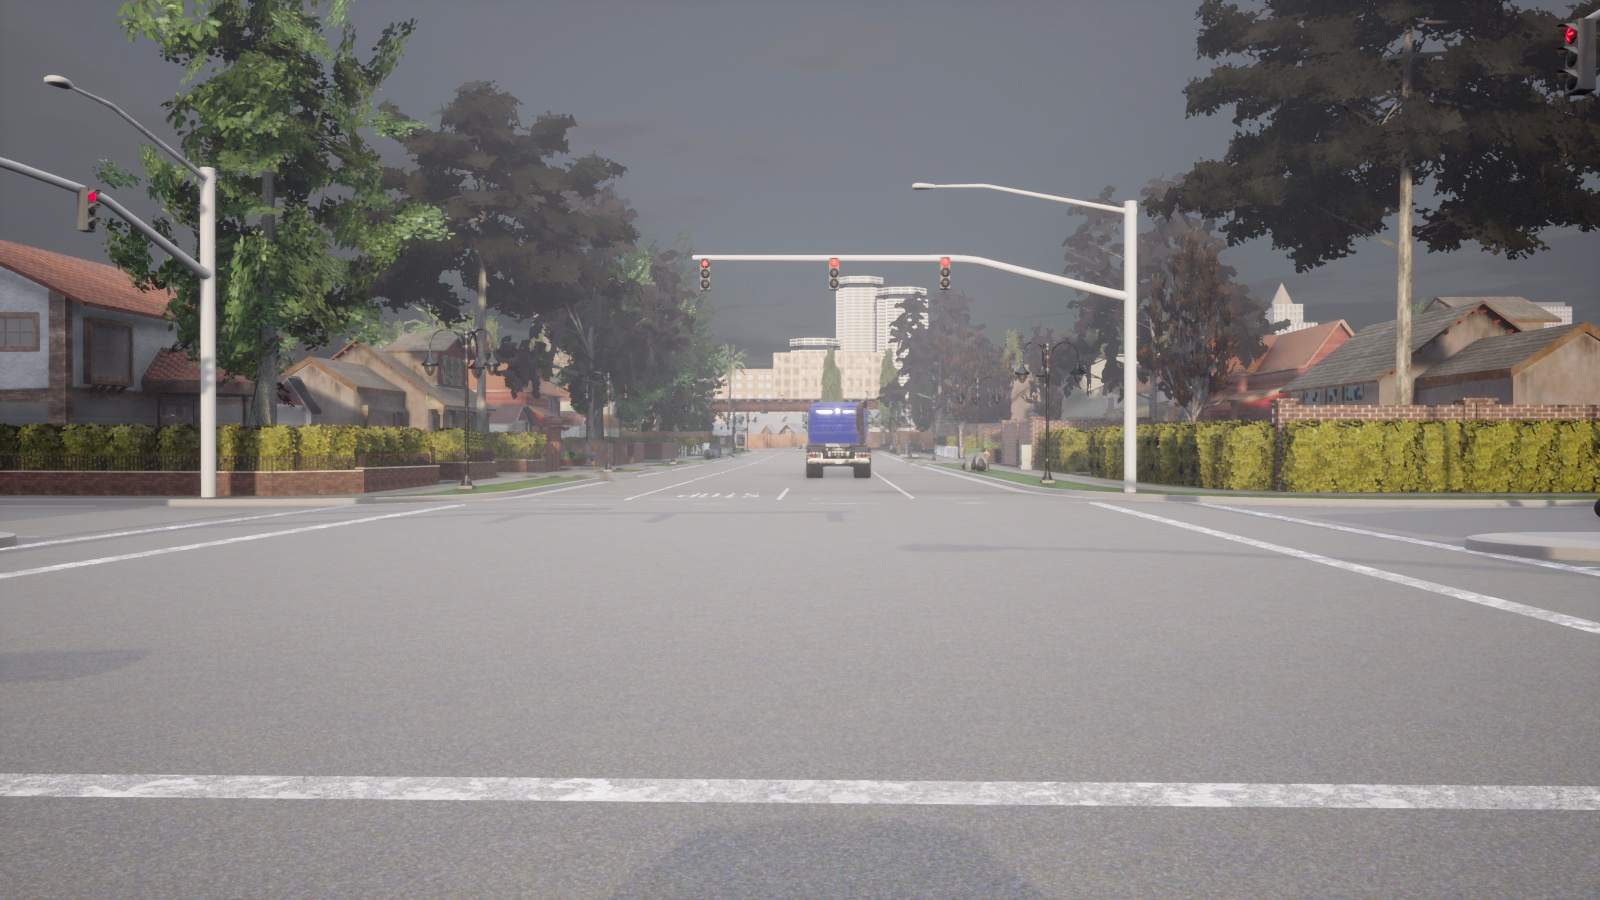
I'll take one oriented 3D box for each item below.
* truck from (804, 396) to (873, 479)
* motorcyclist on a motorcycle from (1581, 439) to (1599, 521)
[{"bbox_3d":[1.708,-0.553,56.580,2.891,3.462,7.936,0,0,1],"label":"truck"},{"bbox_3d":[16.364,0.575,24.398,1.817,1.590,0.866,0,0,1],"label":"motorcyclist on a motorcycle"}]
